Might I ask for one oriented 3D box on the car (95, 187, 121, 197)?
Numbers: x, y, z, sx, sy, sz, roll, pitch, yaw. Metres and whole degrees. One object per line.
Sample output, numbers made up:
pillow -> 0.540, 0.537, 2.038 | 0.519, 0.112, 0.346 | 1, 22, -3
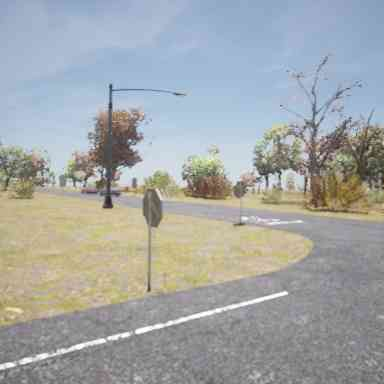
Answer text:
car -> -12.747, -0.029, 51.606 | 2.033, 1.411, 5.357 | 1, 1, -36

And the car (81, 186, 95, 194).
car -> -18.347, -0.322, 59.393 | 1.994, 1.385, 4.181 | 1, 1, -36
